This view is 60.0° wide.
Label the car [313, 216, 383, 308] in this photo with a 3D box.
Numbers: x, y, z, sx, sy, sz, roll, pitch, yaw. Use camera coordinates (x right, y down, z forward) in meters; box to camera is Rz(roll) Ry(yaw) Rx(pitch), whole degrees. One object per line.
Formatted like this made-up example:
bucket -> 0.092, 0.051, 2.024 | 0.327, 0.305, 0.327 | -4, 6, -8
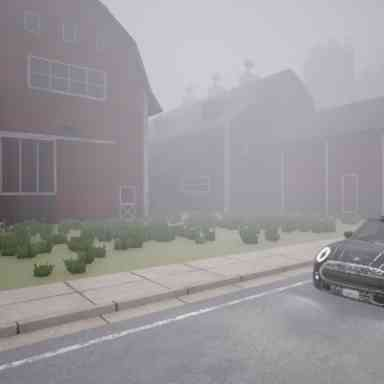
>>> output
car -> 4.823, 1.352, 7.737 | 4.553, 1.767, 2.097 | 0, 0, -37
